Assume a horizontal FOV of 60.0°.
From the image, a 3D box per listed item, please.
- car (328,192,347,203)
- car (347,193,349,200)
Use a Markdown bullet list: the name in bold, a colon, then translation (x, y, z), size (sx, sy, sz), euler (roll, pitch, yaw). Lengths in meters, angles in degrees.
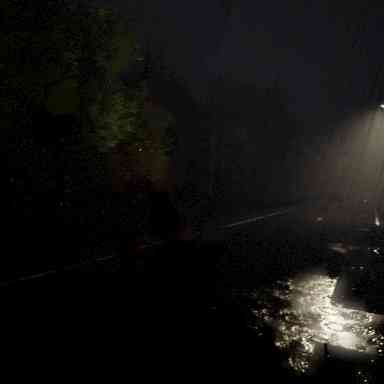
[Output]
- **car**: translation (21.719, 0.810, 50.191), size (1.837, 1.490, 4.892), euler (3, 1, 28)
- **car**: translation (29.287, 0.689, 64.372), size (2.128, 1.511, 4.902), euler (3, 2, 28)
